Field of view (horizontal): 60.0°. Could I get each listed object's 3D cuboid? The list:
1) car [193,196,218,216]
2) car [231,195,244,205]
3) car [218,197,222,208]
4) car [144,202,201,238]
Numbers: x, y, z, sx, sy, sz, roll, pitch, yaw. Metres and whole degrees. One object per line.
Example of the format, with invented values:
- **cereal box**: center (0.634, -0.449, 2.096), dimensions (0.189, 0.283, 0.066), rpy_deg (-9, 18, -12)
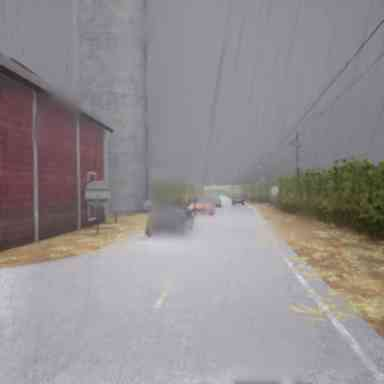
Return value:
- **car**: center (0.967, 1.260, 30.849), dimensions (2.097, 1.767, 4.553), rpy_deg (-1, 0, 9)
- **car**: center (7.163, 1.259, 52.598), dimensions (2.128, 1.511, 4.902), rpy_deg (-1, 0, 4)
- **car**: center (2.937, 1.354, 43.923), dimensions (1.837, 1.490, 4.892), rpy_deg (-1, 0, 7)
- **car**: center (-0.978, 1.515, 17.678), dimensions (2.033, 1.411, 5.357), rpy_deg (-1, 0, 8)
